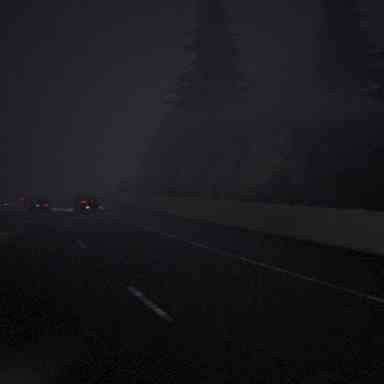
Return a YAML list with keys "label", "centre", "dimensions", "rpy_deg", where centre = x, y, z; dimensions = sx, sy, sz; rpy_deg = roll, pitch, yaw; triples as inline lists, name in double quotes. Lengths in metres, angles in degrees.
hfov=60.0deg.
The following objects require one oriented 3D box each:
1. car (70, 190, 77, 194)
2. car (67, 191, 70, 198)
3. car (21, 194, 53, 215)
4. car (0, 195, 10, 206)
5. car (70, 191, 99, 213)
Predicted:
- label: "car"
  centre: [-15.208, 0.635, 46.050]
  dimensions: [2.033, 1.411, 5.357]
  rpy_deg: [-3, 2, -15]
- label: "car"
  centre: [-22.612, 0.330, 63.660]
  dimensions: [1.812, 1.442, 4.674]
  rpy_deg: [-2, 1, -9]
- label: "car"
  centre: [-13.170, 1.101, 28.885]
  dimensions: [2.033, 1.411, 5.357]
  rpy_deg: [-3, 2, -20]
- label: "car"
  centre: [-25.178, 1.101, 43.297]
  dimensions: [1.994, 1.385, 4.181]
  rpy_deg: [-3, 2, -15]
- label: "car"
  centre: [-9.060, 0.926, 28.306]
  dimensions: [1.837, 1.490, 4.892]
  rpy_deg: [-3, 2, -21]
